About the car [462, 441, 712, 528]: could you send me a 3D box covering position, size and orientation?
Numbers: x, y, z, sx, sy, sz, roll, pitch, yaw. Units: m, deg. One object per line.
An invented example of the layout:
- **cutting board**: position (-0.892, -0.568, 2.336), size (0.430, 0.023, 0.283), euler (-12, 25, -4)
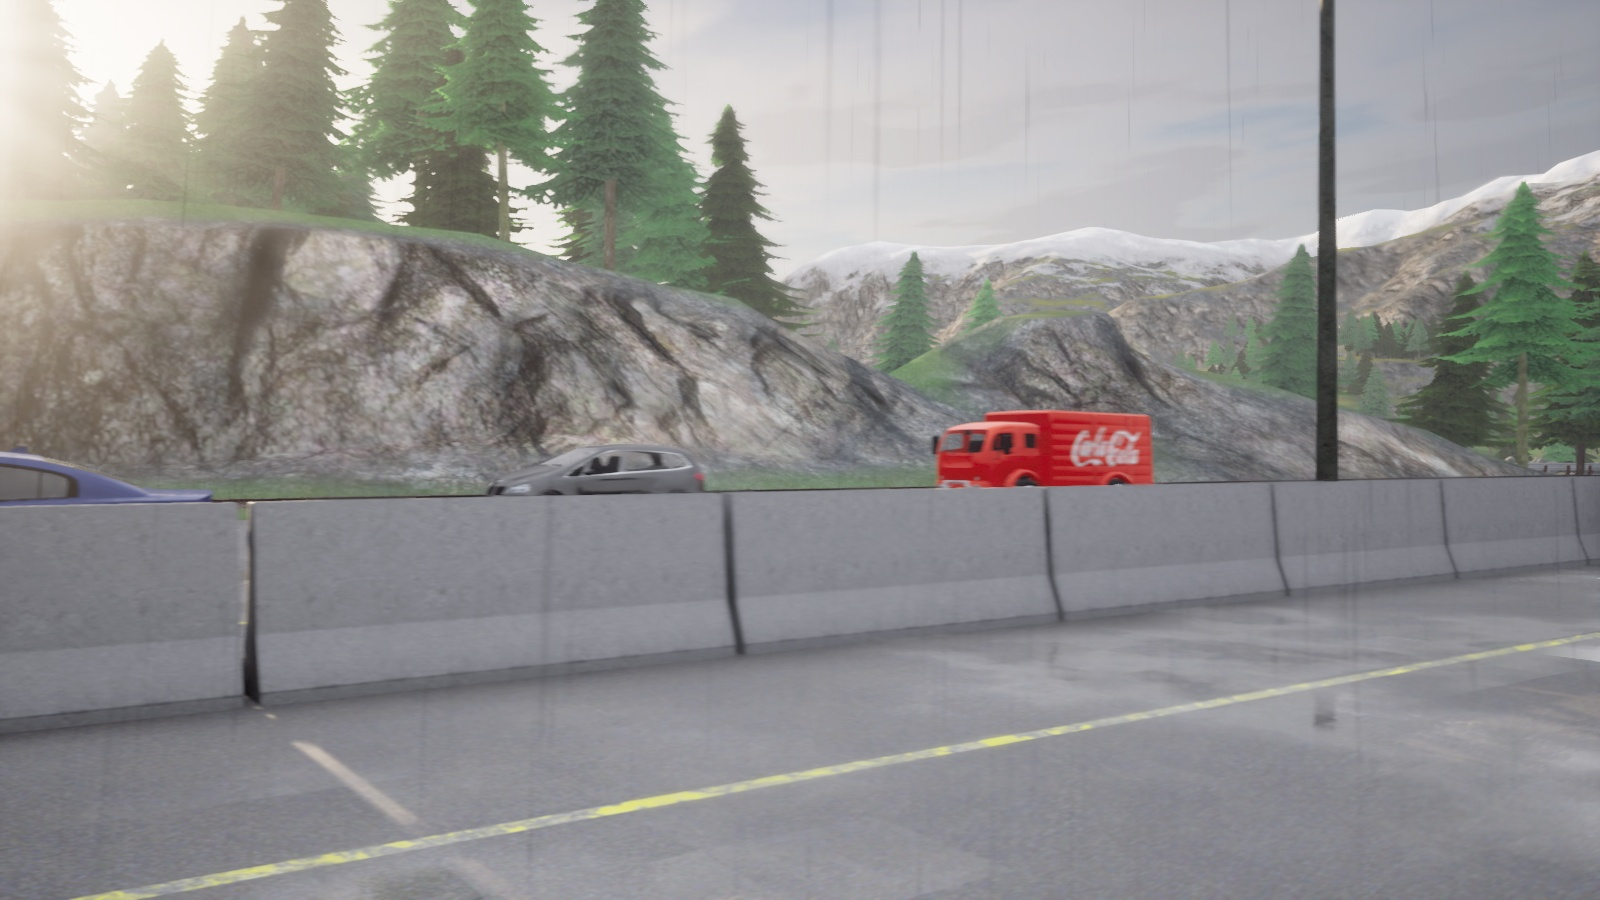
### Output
- **car**: position (-4.398, 0.662, 26.184), size (4.611, 1.667, 2.242), euler (0, 0, -35)

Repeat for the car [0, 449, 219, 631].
- **car**: position (-7.947, 0.766, 10.920), size (5.008, 1.535, 1.882), euler (0, 0, -35)

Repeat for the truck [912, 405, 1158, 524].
- **truck**: position (5.417, 0.321, 28.753), size (5.204, 2.467, 2.627), euler (0, 0, -35)
